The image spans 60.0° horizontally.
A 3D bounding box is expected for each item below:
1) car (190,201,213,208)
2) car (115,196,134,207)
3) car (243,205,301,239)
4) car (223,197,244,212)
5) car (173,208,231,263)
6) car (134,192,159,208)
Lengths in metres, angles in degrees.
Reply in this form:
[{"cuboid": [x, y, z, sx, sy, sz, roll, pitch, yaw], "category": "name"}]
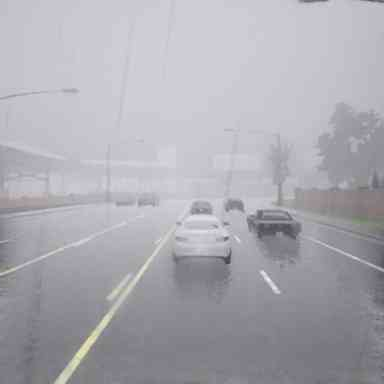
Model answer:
[{"cuboid": [0.790, 1.456, 28.077, 2.033, 1.411, 5.357, 0, 0, 2], "category": "car"}, {"cuboid": [-9.219, 1.304, 46.352, 1.837, 1.490, 4.892, 0, 0, 4], "category": "car"}, {"cuboid": [4.014, 1.572, 17.142, 1.895, 1.301, 4.718, 0, 0, 2], "category": "car"}, {"cuboid": [4.524, 1.369, 36.393, 1.837, 1.490, 4.892, 0, 1, 2], "category": "car"}, {"cuboid": [0.355, 1.518, 11.889, 1.812, 1.442, 4.674, 0, 0, 2], "category": "car"}, {"cuboid": [-5.828, 1.028, 45.068, 2.150, 2.045, 5.566, 0, 0, 3], "category": "car"}]
